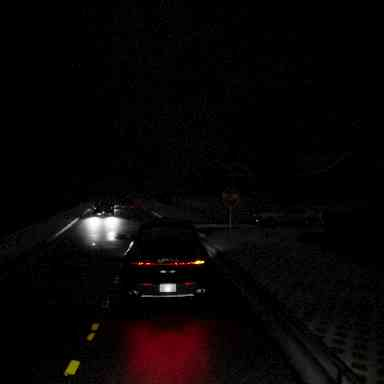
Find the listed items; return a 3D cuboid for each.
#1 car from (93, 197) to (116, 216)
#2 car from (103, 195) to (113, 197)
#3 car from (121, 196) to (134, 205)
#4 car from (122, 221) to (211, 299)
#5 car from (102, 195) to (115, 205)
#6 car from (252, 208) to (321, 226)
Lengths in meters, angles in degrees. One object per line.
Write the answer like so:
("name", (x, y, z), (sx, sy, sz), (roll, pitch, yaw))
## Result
("car", (-8.275, 1.468, 31.322), (1.895, 1.301, 4.718), (1, 0, -13))
("car", (-10.645, 1.314, 41.495), (1.837, 1.490, 4.892), (1, 0, -12))
("car", (-10.498, 1.324, 53.838), (1.812, 1.442, 4.674), (0, 0, -13))
("car", (-0.653, 1.504, 8.518), (1.837, 1.490, 4.892), (0, 0, -5))
("car", (-13.146, 1.251, 52.407), (1.882, 1.535, 5.008), (1, 0, -13))
("car", (6.880, 1.801, 24.498), (4.718, 1.301, 1.895), (1, -3, -11))
